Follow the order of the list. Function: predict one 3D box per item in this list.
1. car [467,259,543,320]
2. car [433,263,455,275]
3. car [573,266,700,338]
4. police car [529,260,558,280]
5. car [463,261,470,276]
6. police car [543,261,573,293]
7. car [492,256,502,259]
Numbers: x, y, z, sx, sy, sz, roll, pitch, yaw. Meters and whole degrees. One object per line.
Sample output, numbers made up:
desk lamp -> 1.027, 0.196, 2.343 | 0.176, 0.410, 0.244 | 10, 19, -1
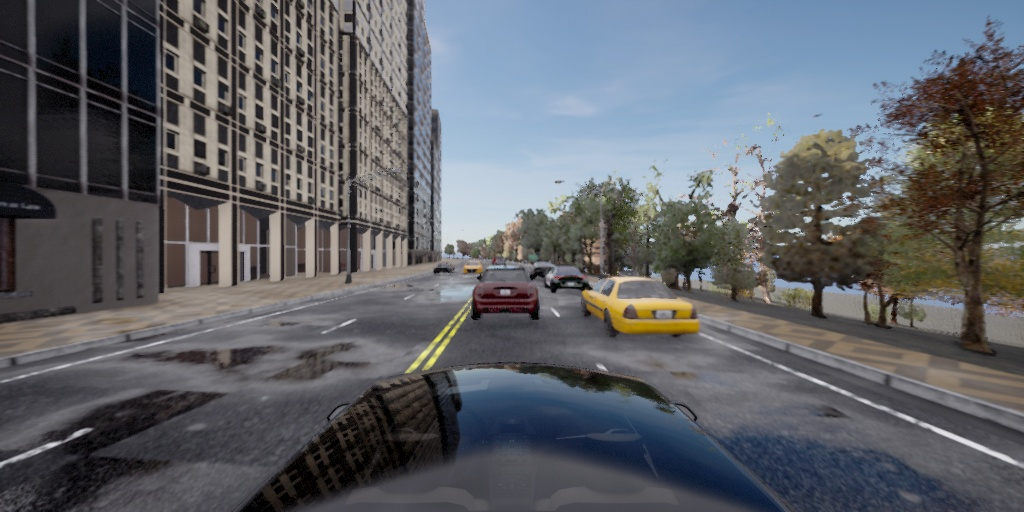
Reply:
car -> -0.210, 1.111, 12.898 | 2.097, 1.767, 4.553 | 0, 0, 0
car -> -7.418, 1.381, 39.406 | 1.895, 1.301, 4.718 | 0, 0, -2
car -> 3.201, 1.212, 10.169 | 1.801, 1.575, 5.366 | 0, 0, -1
police car -> 2.715, 1.196, 32.197 | 1.930, 1.638, 5.238 | 0, 0, -2
car -> -4.123, 1.256, 38.348 | 1.882, 1.535, 5.008 | 0, 0, -2
police car -> 3.025, 1.269, 21.035 | 2.038, 1.542, 4.974 | 0, 0, -1
car -> -2.066, 1.266, 63.757 | 2.128, 1.511, 4.902 | 0, 0, -3
